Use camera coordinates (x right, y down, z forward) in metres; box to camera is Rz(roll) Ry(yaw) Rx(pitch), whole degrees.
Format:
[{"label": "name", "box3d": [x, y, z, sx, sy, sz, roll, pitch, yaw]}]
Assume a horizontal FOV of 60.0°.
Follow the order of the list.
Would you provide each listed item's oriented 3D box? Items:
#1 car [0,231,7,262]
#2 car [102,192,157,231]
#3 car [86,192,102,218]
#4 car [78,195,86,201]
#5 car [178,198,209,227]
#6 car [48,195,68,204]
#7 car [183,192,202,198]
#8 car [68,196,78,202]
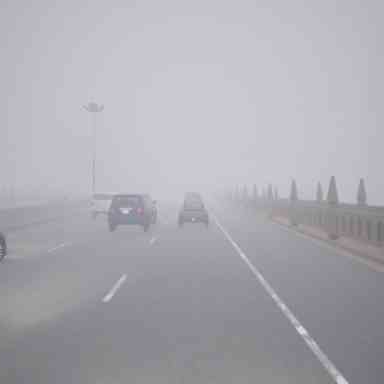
[{"label": "car", "box3d": [-6.901, 1.298, 8.692, 2.097, 1.767, 4.553, 0, 0, 0]}, {"label": "car", "box3d": [-3.403, 1.102, 19.744, 2.150, 2.045, 5.566, 0, 0, 0]}, {"label": "car", "box3d": [-6.906, 1.051, 28.350, 2.150, 2.045, 5.566, 0, 0, 0]}, {"label": "car", "box3d": [-14.051, 1.225, 47.213, 1.837, 1.490, 4.892, 0, 0, 0]}, {"label": "car", "box3d": [0.097, 1.363, 21.633, 2.128, 1.511, 4.902, 0, 1, 0]}, {"label": "car", "box3d": [-21.093, 1.163, 52.756, 1.882, 1.535, 5.008, 0, 0, -1]}, {"label": "car", "box3d": [0.094, 0.979, 40.847, 2.150, 2.045, 5.566, 0, 1, 0]}, {"label": "car", "box3d": [-17.596, 1.227, 53.551, 2.033, 1.411, 5.357, 0, 0, -1]}]
